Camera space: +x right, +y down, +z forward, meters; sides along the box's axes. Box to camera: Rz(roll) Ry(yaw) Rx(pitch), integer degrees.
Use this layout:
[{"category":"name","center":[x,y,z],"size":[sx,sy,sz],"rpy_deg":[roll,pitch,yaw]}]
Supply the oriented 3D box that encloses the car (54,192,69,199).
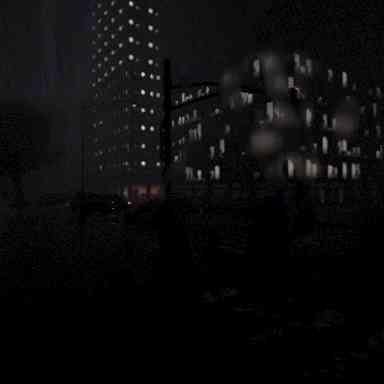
[{"category":"car","center":[-27.379,0.655,69.569],"size":[1.887,1.381,4.507],"rpy_deg":[1,0,-34]}]

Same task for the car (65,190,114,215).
[{"category":"car","center":[-8.904,0.971,28.613],"size":[2.192,1.841,5.009],"rpy_deg":[1,0,-34]}]

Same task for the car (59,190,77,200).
[{"category":"car","center":[-24.255,0.492,65.006],"size":[2.192,1.841,5.009],"rpy_deg":[1,0,-34]}]

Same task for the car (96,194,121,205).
[{"category":"car","center":[-11.775,1.010,46.761],"size":[1.947,1.339,4.313],"rpy_deg":[1,0,-34]}]

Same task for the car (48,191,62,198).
[{"category":"car","center":[-30.500,0.594,74.130],"size":[2.008,1.369,4.403],"rpy_deg":[1,0,-34]}]

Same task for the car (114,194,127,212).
[{"category":"car","center":[-7.199,0.997,30.469],"size":[2.097,1.767,4.553],"rpy_deg":[0,1,-34]}]

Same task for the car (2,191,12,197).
[{"category":"car","center":[-46.358,0.436,83.354],"size":[1.802,1.307,4.206],"rpy_deg":[1,0,-34]}]

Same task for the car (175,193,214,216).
[{"category":"car","center":[0.710,1.148,28.514],"size":[1.967,1.590,4.097],"rpy_deg":[1,0,-34]}]

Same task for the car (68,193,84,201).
[{"category":"car","center":[-21.138,0.826,60.446],"size":[1.802,1.307,4.206],"rpy_deg":[1,0,-34]}]

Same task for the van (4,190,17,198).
[{"category":"van","center":[-40.113,0.330,74.230],"size":[1.690,1.788,3.998],"rpy_deg":[1,0,-34]}]

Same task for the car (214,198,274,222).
[{"category":"car","center":[3.831,1.215,23.953],"size":[1.967,1.590,4.097],"rpy_deg":[1,0,-34]}]

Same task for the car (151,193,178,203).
[{"category":"car","center":[-2.409,0.957,33.075],"size":[2.192,1.841,5.009],"rpy_deg":[1,0,-34]}]

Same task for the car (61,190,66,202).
[{"category":"car","center":[-19.594,0.873,48.750],"size":[2.128,1.511,4.902],"rpy_deg":[0,1,-34]}]

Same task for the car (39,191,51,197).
[{"category":"car","center":[-36.837,0.432,83.394],"size":[1.752,1.417,4.829],"rpy_deg":[1,0,-34]}]

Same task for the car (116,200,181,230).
[{"category":"car","center":[-2.667,1.370,19.491],"size":[1.802,1.307,4.206],"rpy_deg":[1,0,-34]}]

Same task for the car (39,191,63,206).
[{"category":"car","center":[-18.174,0.985,42.158],"size":[1.752,1.417,4.829],"rpy_deg":[1,0,-34]}]
